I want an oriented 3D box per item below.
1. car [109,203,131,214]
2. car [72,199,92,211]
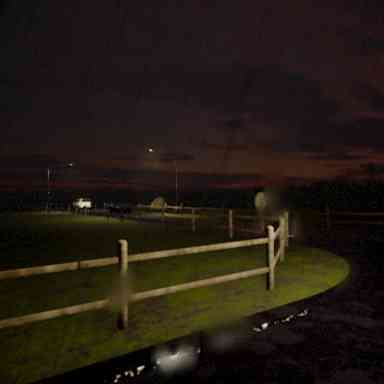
[{"bbox_3d":[-9.896,2.247,45.221,1.994,1.385,4.181,-1,-1,-34],"label":"car"},{"bbox_3d":[-19.679,2.245,59.483,2.150,2.045,5.566,-1,-1,-34],"label":"car"}]
